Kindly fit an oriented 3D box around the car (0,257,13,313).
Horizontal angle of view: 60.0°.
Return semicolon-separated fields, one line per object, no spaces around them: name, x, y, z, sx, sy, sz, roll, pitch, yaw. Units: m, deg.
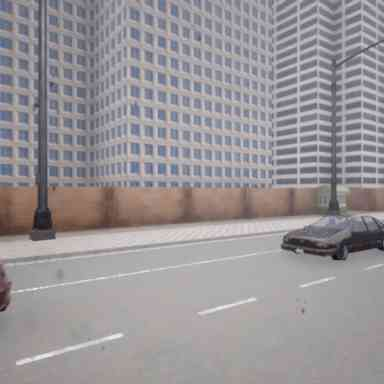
car;-5.178;1.527;4.679;4.674;1.442;1.812;0;0;-33

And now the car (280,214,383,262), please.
car;5.686;1.544;12.398;5.357;1.411;2.033;0;0;-35
